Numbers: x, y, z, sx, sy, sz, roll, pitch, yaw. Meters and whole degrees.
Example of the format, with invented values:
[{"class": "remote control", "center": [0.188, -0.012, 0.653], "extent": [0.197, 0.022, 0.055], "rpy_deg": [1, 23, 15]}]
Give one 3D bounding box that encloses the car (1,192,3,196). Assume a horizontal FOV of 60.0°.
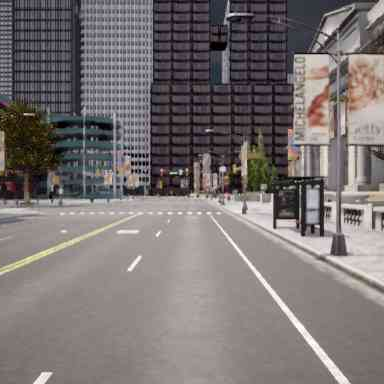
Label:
[{"class": "car", "center": [-49.531, 1.282, 81.377], "extent": [4.674, 1.452, 2.002], "rpy_deg": [0, 0, 0]}]
